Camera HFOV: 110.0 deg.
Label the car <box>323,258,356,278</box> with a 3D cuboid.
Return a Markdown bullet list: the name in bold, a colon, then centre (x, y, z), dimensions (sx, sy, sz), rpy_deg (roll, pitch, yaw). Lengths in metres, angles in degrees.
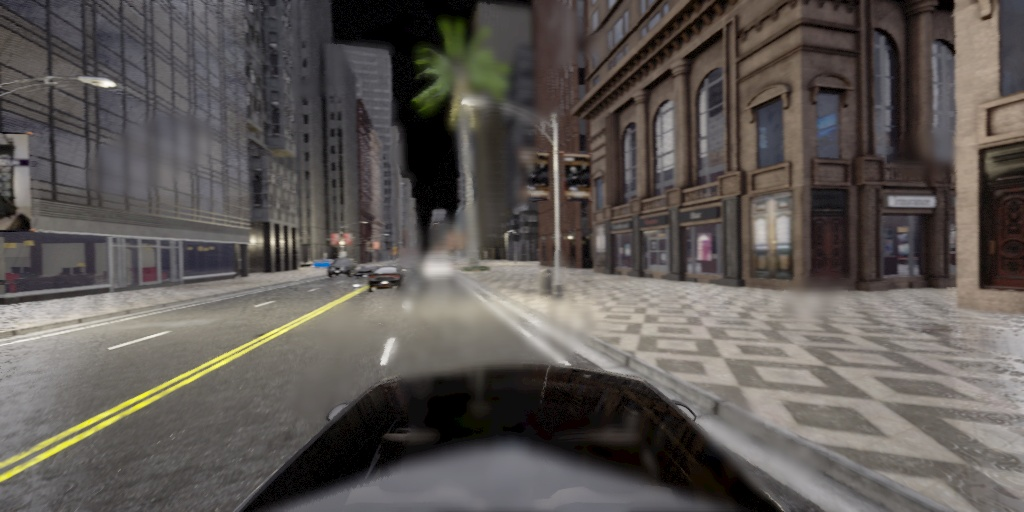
- **car**: centre (-18.468, 1.258, 39.301), dimensions (2.150, 2.045, 5.566), rpy_deg (-1, 0, -13)

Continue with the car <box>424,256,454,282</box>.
- **car**: centre (-6.008, 1.003, 29.611), dimensions (2.150, 2.045, 5.566), rpy_deg (-1, 0, -13)

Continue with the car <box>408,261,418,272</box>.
- **car**: centre (-13.448, 1.385, 47.186), dimensions (2.128, 1.511, 4.902), rpy_deg (-1, 0, -13)

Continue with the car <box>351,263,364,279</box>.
- **car**: centre (-14.319, 1.552, 35.814), dimensions (1.895, 1.301, 4.718), rpy_deg (-1, 0, -13)

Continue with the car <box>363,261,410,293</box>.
- **car**: centre (-7.611, 1.325, 22.233), dimensions (1.882, 1.535, 5.008), rpy_deg (-1, 0, -13)
